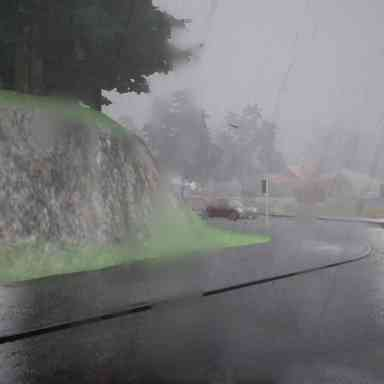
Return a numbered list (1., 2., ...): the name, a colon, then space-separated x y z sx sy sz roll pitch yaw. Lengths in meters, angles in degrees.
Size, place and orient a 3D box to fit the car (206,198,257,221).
1. car: 3.151 1.352 27.014 2.097 1.767 4.553 0 0 -36
